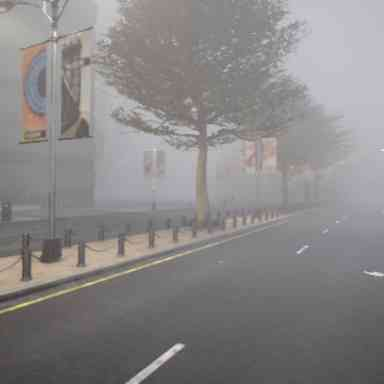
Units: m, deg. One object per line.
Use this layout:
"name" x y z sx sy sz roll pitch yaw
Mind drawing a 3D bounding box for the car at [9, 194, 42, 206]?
"car" -21.120 0.983 43.018 2.002 1.452 4.674 1 0 28
